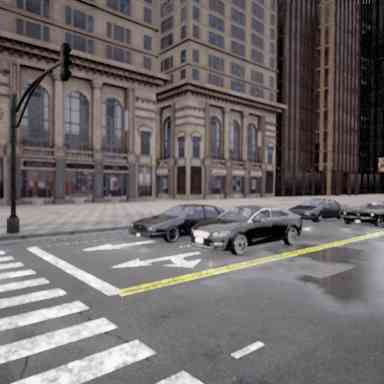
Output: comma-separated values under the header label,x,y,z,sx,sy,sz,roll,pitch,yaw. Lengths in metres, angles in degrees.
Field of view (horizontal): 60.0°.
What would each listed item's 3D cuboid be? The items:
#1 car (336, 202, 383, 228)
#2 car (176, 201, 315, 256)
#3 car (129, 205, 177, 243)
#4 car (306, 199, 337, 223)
label,x,y,z,sx,sy,sz,roll,pitch,yaw
car,10.618,1.244,19.316,4.718,1.301,1.895,-1,1,-40
car,2.106,1.247,12.153,4.902,1.511,2.128,-1,2,-40
car,-0.046,1.246,14.589,5.357,1.411,2.033,-1,2,-40
car,8.206,1.137,21.529,5.357,1.411,2.033,-1,1,-40
